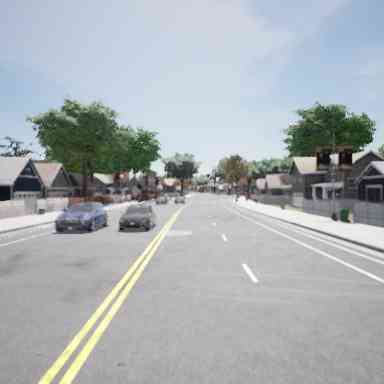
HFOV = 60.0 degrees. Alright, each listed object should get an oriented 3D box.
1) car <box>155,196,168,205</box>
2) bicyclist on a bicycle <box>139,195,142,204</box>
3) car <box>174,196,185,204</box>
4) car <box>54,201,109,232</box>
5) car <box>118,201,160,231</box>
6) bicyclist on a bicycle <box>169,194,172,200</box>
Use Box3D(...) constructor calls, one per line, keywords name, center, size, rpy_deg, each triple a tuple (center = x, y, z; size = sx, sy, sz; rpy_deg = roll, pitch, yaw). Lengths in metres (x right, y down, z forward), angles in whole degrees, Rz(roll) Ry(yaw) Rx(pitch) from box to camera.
Box3D(name="car", center=(-5.618, 1.543, 62.137), size=(2.128, 1.511, 4.902), rpy_deg=(0, 0, 4))
Box3D(name="bicyclist on a bicycle", center=(-8.266, 1.429, 52.987), size=(0.659, 1.776, 1.843), rpy_deg=(0, 0, 3))
Box3D(name="car", center=(-2.305, 1.543, 63.034), size=(2.128, 1.511, 4.902), rpy_deg=(0, 0, 4))
Box3D(name="car", center=(-6.602, 1.401, 20.309), size=(2.097, 1.767, 4.553), rpy_deg=(0, 0, 0))
Box3D(name="car", center=(-3.352, 1.556, 21.095), size=(1.837, 1.490, 4.892), rpy_deg=(0, 0, 0))
Box3D(name="bicyclist on a bicycle", center=(-5.681, 1.363, 87.278), size=(0.659, 1.776, 1.843), rpy_deg=(0, 0, 7))
